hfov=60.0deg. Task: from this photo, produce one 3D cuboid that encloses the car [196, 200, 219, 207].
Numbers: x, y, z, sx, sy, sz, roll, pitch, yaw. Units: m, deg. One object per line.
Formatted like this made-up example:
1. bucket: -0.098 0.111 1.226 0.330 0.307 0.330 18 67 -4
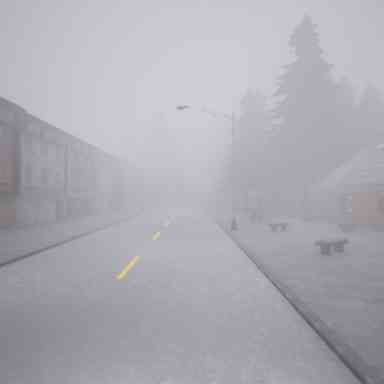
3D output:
1. car: 3.170 2.338 69.125 4.892 1.490 1.837 1 0 -23
